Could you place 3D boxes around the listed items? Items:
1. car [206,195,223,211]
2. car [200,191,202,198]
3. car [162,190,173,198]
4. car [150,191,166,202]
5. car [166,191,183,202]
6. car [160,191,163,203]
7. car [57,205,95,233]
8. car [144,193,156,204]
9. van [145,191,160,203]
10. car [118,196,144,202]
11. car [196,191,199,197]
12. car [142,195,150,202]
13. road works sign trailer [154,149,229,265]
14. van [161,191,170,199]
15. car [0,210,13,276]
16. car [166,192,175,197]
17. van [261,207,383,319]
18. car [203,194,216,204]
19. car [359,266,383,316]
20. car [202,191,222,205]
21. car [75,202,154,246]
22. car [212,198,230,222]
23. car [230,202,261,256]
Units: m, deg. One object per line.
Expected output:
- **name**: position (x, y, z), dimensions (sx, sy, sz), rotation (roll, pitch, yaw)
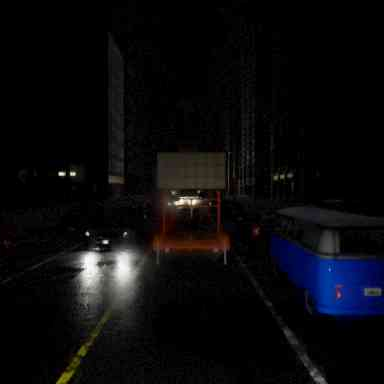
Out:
- **car**: position (2.720, 1.236, 34.968), dimensions (1.802, 1.307, 4.206), rotation (0, 1, 0)
- **car**: position (2.706, 0.863, 46.183), dimensions (2.192, 1.841, 5.009), rotation (0, 1, 0)
- **car**: position (-5.861, 0.549, 79.816), dimensions (2.192, 1.841, 5.009), rotation (0, 1, 0)
- **car**: position (-5.833, 0.757, 57.378), dimensions (2.192, 1.841, 5.009), rotation (0, 1, 0)
- **car**: position (-3.130, 0.995, 56.840), dimensions (2.033, 1.411, 5.357), rotation (0, 1, 0)
- **car**: position (-5.826, 0.935, 51.770), dimensions (1.967, 1.590, 4.097), rotation (0, 1, 0)
- **car**: position (-5.784, 1.382, 18.117), dimensions (1.947, 1.339, 4.313), rotation (0, 1, 0)
- **car**: position (-5.812, 1.127, 40.383), dimensions (1.752, 1.417, 4.829), rotation (0, 1, 0)
- **van**: position (-5.819, 0.889, 46.160), dimensions (1.690, 1.788, 3.998), rotation (0, 1, 0)
- **car**: position (-5.798, 1.258, 29.335), dimensions (2.008, 1.369, 4.403), rotation (0, 1, 0)
- **car**: position (2.671, 0.601, 74.227), dimensions (2.192, 1.841, 5.009), rotation (0, 1, 0)
- **car**: position (-5.805, 1.236, 34.944), dimensions (1.802, 1.307, 4.206), rotation (0, 1, 0)
- **road works sign trailer**: position (-0.014, 0.349, 11.242), dimensions (2.380, 3.560, 2.880), rotation (0, 1, 0)
- **van**: position (-5.854, 0.627, 74.207), dimensions (1.690, 1.788, 3.998), rotation (0, 1, 0)
- **car**: position (-5.769, 1.244, 6.896), dimensions (2.192, 1.841, 5.009), rotation (0, 1, 0)
- **car**: position (-5.875, 0.682, 91.036), dimensions (2.008, 1.369, 4.403), rotation (0, 1, 0)
- **van**: position (2.756, 1.269, 6.921), dimensions (1.690, 1.788, 3.998), rotation (0, 1, 0)
- **car**: position (2.699, 1.019, 51.964), dimensions (1.752, 1.417, 4.829), rotation (0, 1, 0)
- **car**: position (2.762, 1.530, 1.315), dimensions (1.887, 1.381, 4.507), rotation (0, 1, 0)
- **car**: position (2.713, 0.915, 40.574), dimensions (2.192, 1.841, 5.009), rotation (0, 1, 0)
- **car**: position (-3.116, 1.398, 14.639), dimensions (2.033, 1.411, 5.357), rotation (0, 1, 0)
- **car**: position (2.734, 1.327, 23.750), dimensions (1.947, 1.339, 4.313), rotation (0, 1, 0)
- **car**: position (2.749, 1.312, 12.531), dimensions (1.967, 1.590, 4.097), rotation (0, 1, 0)
